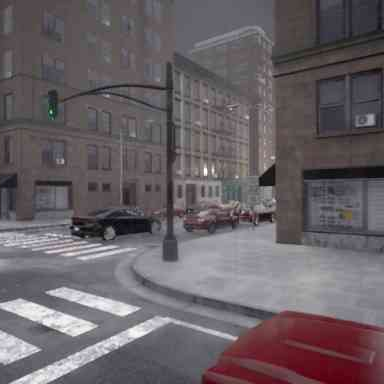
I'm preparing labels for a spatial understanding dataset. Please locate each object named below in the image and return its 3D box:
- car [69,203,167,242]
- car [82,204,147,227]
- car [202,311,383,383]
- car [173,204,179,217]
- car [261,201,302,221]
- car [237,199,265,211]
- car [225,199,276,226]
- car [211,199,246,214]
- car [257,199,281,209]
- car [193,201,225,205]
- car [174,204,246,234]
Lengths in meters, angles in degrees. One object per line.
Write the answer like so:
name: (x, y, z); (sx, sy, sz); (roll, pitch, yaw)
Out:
car: (-3.625, 1.478, 16.615); (1.882, 1.535, 5.008); (-1, 0, 35)
car: (-5.389, 1.603, 23.589); (1.947, 1.339, 4.313); (0, 0, 36)
car: (2.320, 1.600, 2.034); (4.718, 1.301, 1.895); (0, 0, 36)
car: (-2.174, 1.617, 28.075); (1.802, 1.307, 4.206); (0, 0, 36)
car: (7.663, 1.502, 28.026); (1.752, 1.417, 4.829); (0, 0, 36)
car: (7.469, 1.613, 41.531); (1.802, 1.307, 4.206); (0, 0, 36)
car: (4.349, 1.419, 23.402); (1.967, 1.590, 4.097); (0, 0, 36)
car: (4.155, 1.557, 36.907); (1.752, 1.417, 4.829); (0, 0, 36)
car: (10.682, 1.614, 46.016); (1.802, 1.307, 4.206); (-1, 0, 36)
car: (1.040, 1.578, 32.560); (1.887, 1.381, 4.507); (0, 0, 36)
car: (1.135, 1.563, 18.916); (1.802, 1.307, 4.206); (0, 0, 36)
